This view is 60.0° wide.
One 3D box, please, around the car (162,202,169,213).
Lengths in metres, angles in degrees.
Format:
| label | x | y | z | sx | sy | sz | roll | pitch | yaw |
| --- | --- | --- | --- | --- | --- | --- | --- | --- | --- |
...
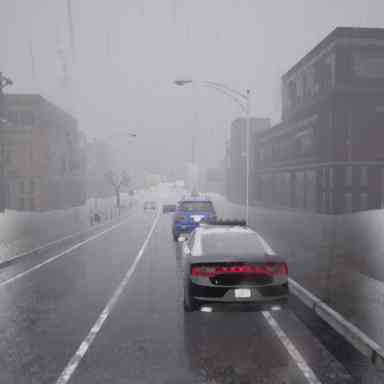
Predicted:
| label | x | y | z | sx | sy | sz | roll | pitch | yaw |
| --- | --- | --- | --- | --- | --- | --- | --- | --- | --- |
| car | -3.144 | 2.130 | 46.738 | 1.882 | 1.535 | 5.008 | 0 | 0 | -4 |

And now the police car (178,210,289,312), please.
| label | x | y | z | sx | sy | sz | roll | pitch | yaw |
| --- | --- | --- | --- | --- | --- | --- | --- | --- | --- |
| police car | 0.708 | 1.464 | 7.981 | 1.930 | 1.638 | 5.238 | 0 | -1 | -3 |

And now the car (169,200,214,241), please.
| label | x | y | z | sx | sy | sz | roll | pitch | yaw |
| --- | --- | --- | --- | --- | --- | --- | --- | --- | --- |
| car | 0.048 | 1.435 | 17.985 | 2.150 | 2.045 | 5.566 | 0 | -1 | -5 |

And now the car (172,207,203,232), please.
| label | x | y | z | sx | sy | sz | roll | pitch | yaw |
| --- | --- | --- | --- | --- | --- | --- | --- | --- | --- |
| car | -0.432 | 1.853 | 23.954 | 1.882 | 1.535 | 5.008 | 0 | -2 | -5 |

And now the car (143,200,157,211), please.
| label | x | y | z | sx | sy | sz | roll | pitch | yaw |
| --- | --- | --- | --- | --- | --- | --- | --- | --- | --- |
| car | -6.614 | 2.093 | 52.007 | 2.128 | 1.511 | 4.902 | 0 | 1 | -5 |
